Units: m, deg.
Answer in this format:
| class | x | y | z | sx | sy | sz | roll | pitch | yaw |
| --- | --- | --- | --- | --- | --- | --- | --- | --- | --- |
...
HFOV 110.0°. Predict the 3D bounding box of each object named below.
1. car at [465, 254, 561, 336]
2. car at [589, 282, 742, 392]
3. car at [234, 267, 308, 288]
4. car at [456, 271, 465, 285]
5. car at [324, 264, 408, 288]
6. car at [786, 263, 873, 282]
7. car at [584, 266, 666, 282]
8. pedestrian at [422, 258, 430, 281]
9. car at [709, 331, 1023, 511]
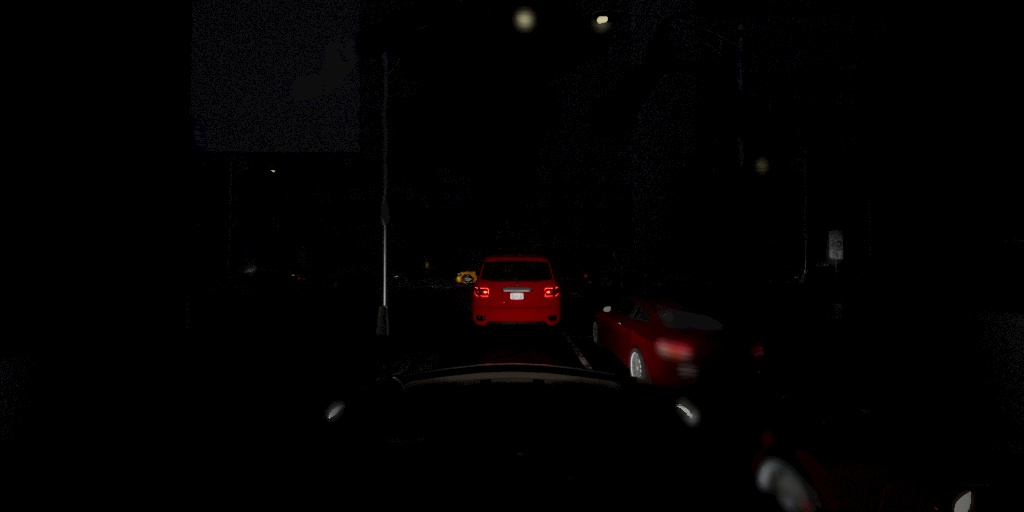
| class | x | y | z | sx | sy | sz | roll | pitch | yaw |
| --- | --- | --- | --- | --- | --- | --- | --- | --- | --- |
| car | 0.083 | 0.974 | 10.533 | 2.150 | 2.045 | 5.566 | 0 | 0 | 0 |
| car | 2.631 | 1.333 | 6.460 | 1.802 | 1.307 | 4.207 | 0 | 0 | 0 |
| car | -17.167 | 1.493 | 25.634 | 4.674 | 1.442 | 1.812 | -1 | -1 | 0 |
| car | -1.460 | 1.269 | 25.600 | 5.008 | 1.535 | 1.882 | -1 | -1 | 0 |
| car | -9.164 | 1.292 | 22.666 | 5.008 | 1.535 | 1.882 | -1 | -1 | 0 |
| car | 22.499 | 1.179 | 25.535 | 4.718 | 1.301 | 1.895 | 0 | -1 | 0 |
| car | 7.078 | 1.267 | 22.606 | 4.718 | 1.301 | 1.895 | -1 | -1 | 0 |
| pedestrian | -6.866 | 1.043 | 28.527 | 0.375 | 1.860 | 0.375 | 0 | -1 | 0 |
| car | 2.640 | 1.332 | 1.021 | 1.802 | 1.307 | 4.207 | 0 | 0 | 0 |
